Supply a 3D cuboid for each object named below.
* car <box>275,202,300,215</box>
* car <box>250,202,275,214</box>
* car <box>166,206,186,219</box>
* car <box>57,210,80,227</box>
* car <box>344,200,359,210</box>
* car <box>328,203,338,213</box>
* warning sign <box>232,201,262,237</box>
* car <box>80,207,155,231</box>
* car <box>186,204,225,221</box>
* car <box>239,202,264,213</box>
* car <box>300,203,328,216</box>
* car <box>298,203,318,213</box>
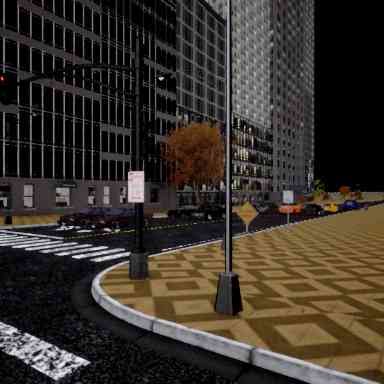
[{"bbox_3d":[13.738,2.203,46.277,2.097,1.767,4.553,0,-1,33],"label":"car"},{"bbox_3d":[10.601,2.188,47.596,2.097,1.767,4.553,0,-1,33],"label":"car"},{"bbox_3d":[-0.755,2.151,36.068,1.895,1.301,4.718,0,-1,33],"label":"car"},{"bbox_3d":[-7.551,1.873,25.533,2.033,1.411,5.357,0,-1,33],"label":"car"},{"bbox_3d":[31.476,2.536,65.773,2.150,2.045,5.566,0,-1,33],"label":"car"},{"bbox_3d":[21.875,2.510,52.986,1.882,1.535,5.008,0,-1,33],"label":"car"},{"bbox_3d":[3.095,1.454,18.576,1.300,1.860,1.060,1,1,33],"label":"warning sign"},{"bbox_3d":[-4.899,1.874,23.649,2.033,1.411,5.357,0,-1,33],"label":"car"},{"bbox_3d":[1.768,2.052,33.983,1.837,1.490,4.892,0,-1,33],"label":"car"},{"bbox_3d":[9.229,2.369,51.428,2.128,1.511,4.902,0,-1,33],"label":"car"},{"bbox_3d":[16.275,2.353,44.221,1.837,1.490,4.892,0,-1,33],"label":"car"},{"bbox_3d":[19.143,2.576,54.746,2.033,1.411,5.357,0,-1,33],"label":"car"}]
